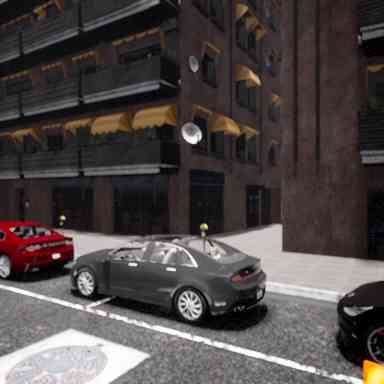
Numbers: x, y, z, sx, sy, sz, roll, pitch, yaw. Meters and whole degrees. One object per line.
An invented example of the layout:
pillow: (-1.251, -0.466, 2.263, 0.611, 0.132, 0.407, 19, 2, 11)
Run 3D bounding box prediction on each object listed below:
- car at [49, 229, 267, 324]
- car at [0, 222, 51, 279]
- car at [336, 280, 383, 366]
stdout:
car: (-0.676, 1.557, 6.964, 4.403, 1.369, 2.008, 0, 0, 32)
car: (-5.470, 1.554, 9.918, 4.507, 1.381, 1.887, 0, 0, 32)
car: (4.118, 1.569, 4.011, 4.313, 1.339, 1.947, 0, 0, 32)
